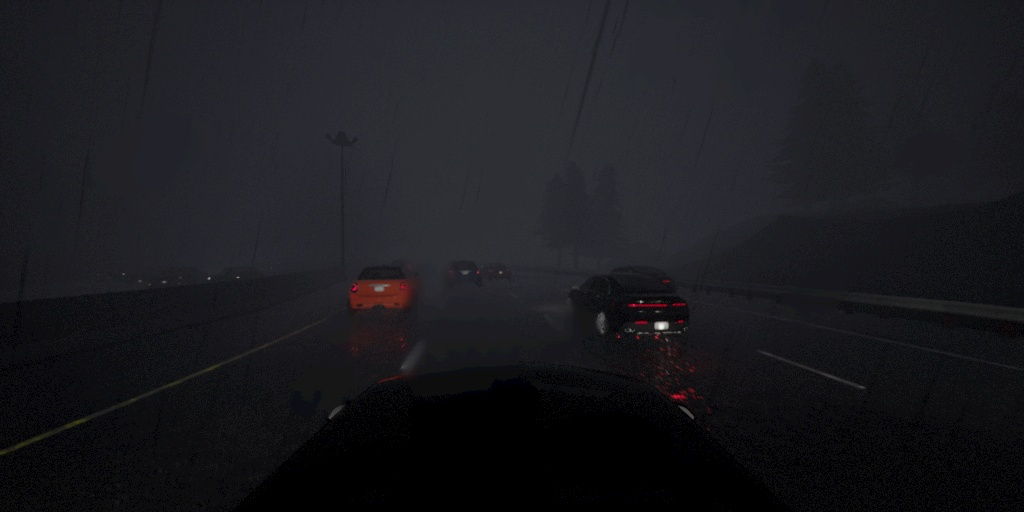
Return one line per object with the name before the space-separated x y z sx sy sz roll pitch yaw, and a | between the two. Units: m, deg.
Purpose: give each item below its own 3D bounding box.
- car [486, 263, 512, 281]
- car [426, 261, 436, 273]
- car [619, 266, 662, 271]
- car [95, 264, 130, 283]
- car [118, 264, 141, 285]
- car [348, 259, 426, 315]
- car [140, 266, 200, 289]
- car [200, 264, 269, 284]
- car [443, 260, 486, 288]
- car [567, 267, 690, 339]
car | -1.490 1.239 29.469 1.994 1.385 4.181 0 0 -18
car | -10.122 1.259 41.293 1.994 1.385 4.181 0 0 -24
car | 5.476 1.175 16.522 1.837 1.490 4.892 0 0 -10
car | -31.844 1.395 29.562 1.812 1.442 4.674 0 0 -24
car | -26.947 1.446 27.171 1.895 1.301 4.718 0 0 -23
car | -4.698 1.095 13.884 2.097 1.767 4.553 0 0 -9
car | -21.795 1.387 23.641 1.994 1.385 4.181 0 0 -20
car | -18.034 1.400 23.578 1.895 1.301 4.718 0 0 -19
car | -3.350 1.057 23.751 2.097 1.767 4.553 -1 0 -15
car | 2.894 1.211 9.944 1.837 1.490 4.892 0 0 -6
